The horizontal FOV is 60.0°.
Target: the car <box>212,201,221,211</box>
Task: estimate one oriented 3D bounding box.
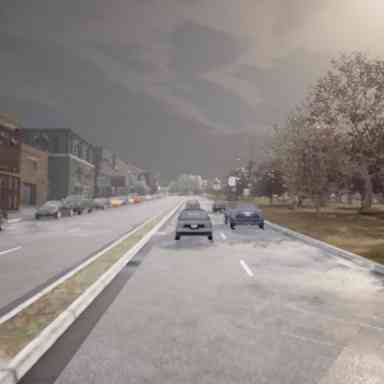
[{"bbox_3d":[3.346,1.681,38.987,1.895,1.301,4.718,0,0,0],"label":"car"}]

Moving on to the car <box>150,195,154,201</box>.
[{"bbox_3d":[-12.073,1.618,89.374,1.946,1.575,5.366,0,0,0],"label":"car"}]

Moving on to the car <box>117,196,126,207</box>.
[{"bbox_3d":[-11.899,1.530,50.574,1.946,1.575,5.366,0,0,0],"label":"car"}]

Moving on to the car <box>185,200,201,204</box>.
[{"bbox_3d":[0.097,1.629,39.854,2.033,1.411,5.357,0,0,0],"label":"car"}]

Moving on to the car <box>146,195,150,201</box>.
[{"bbox_3d":[-12.023,1.598,78.517,2.231,1.521,4.892,0,0,0],"label":"car"}]

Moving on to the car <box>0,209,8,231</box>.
[{"bbox_3d":[-11.756,1.489,17.704,2.163,1.488,4.792,0,0,0],"label":"car"}]

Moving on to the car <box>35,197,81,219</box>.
[{"bbox_3d":[-11.801,1.485,28.791,2.231,1.521,4.892,0,0,0],"label":"car"}]

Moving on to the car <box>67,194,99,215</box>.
[{"bbox_3d":[-11.826,1.245,34.282,2.435,2.045,5.566,0,0,0],"label":"car"}]

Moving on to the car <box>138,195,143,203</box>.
[{"bbox_3d":[-11.974,1.320,67.307,2.435,2.045,5.566,0,0,0],"label":"car"}]

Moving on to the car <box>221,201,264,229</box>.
[{"bbox_3d":[3.349,1.397,22.107,2.097,1.767,4.553,0,0,0],"label":"car"}]

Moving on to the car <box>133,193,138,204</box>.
[{"bbox_3d":[-11.948,1.555,61.624,1.946,1.575,5.366,0,0,0],"label":"car"}]

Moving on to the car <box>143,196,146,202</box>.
[{"bbox_3d":[-12.000,1.585,72.990,2.231,1.521,4.892,0,0,0],"label":"car"}]

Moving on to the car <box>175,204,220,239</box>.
[{"bbox_3d":[0.096,1.583,17.396,2.033,1.411,5.357,0,0,0],"label":"car"}]

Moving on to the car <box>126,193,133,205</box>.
[{"bbox_3d":[-11.924,1.421,56.316,2.185,1.767,4.553,0,0,0],"label":"car"}]

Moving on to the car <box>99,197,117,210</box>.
[{"bbox_3d":[-11.924,1.519,43.702,2.231,1.521,4.892,0,0,0],"label":"car"}]
